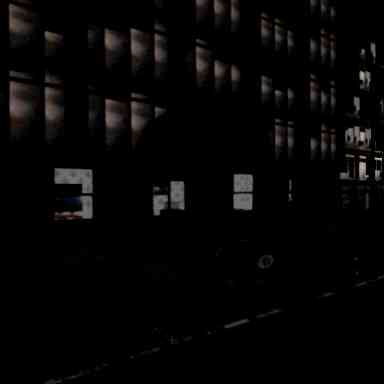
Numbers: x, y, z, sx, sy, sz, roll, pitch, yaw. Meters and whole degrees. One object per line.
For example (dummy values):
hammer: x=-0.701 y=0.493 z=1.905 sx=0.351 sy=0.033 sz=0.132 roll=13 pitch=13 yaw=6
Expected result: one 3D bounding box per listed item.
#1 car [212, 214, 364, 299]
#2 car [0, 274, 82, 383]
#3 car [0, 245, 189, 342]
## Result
car: x=2.435 y=1.410 z=8.298 sx=4.097 sy=1.590 sz=1.967 roll=0 pitch=0 yaw=-35
car: x=-2.805 y=1.571 z=1.378 sx=4.181 sy=1.385 sz=1.994 roll=0 pitch=0 yaw=-35
car: x=-2.345 y=1.522 z=4.890 sx=4.829 sy=1.417 sz=1.752 roll=0 pitch=0 yaw=-35
